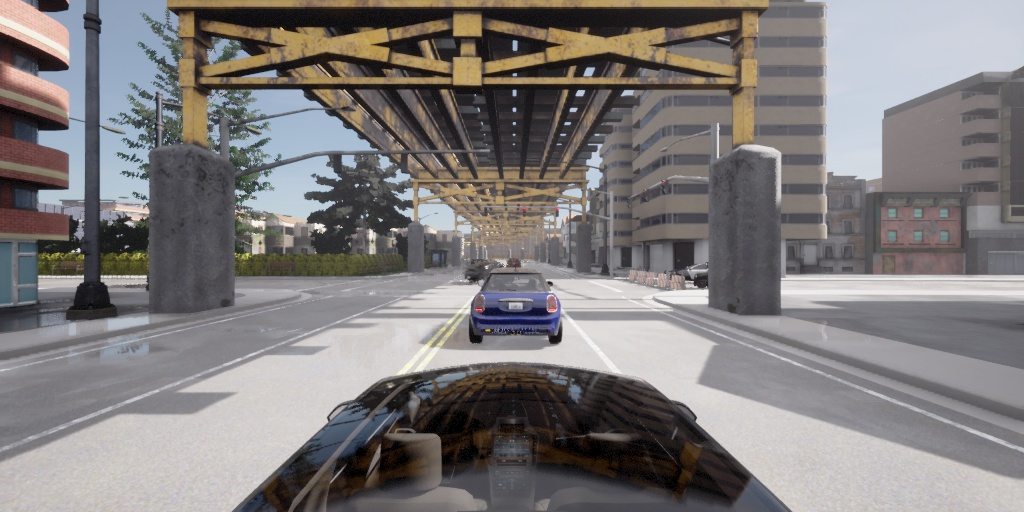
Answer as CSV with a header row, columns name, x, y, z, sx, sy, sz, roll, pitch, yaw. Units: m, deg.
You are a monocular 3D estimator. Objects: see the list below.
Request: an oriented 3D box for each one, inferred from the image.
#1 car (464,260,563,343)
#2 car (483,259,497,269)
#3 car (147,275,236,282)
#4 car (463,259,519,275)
name,x,y,z,sx,sy,sz,roll,pitch,yaw
car,0.099,1.094,9.841,2.097,1.767,4.553,0,0,1
car,-3.398,1.205,56.453,1.812,1.442,4.674,0,0,1
car,-20.061,1.209,22.489,4.674,1.442,1.812,0,0,0
car,-1.386,1.224,26.668,1.837,1.490,4.892,4,2,42
